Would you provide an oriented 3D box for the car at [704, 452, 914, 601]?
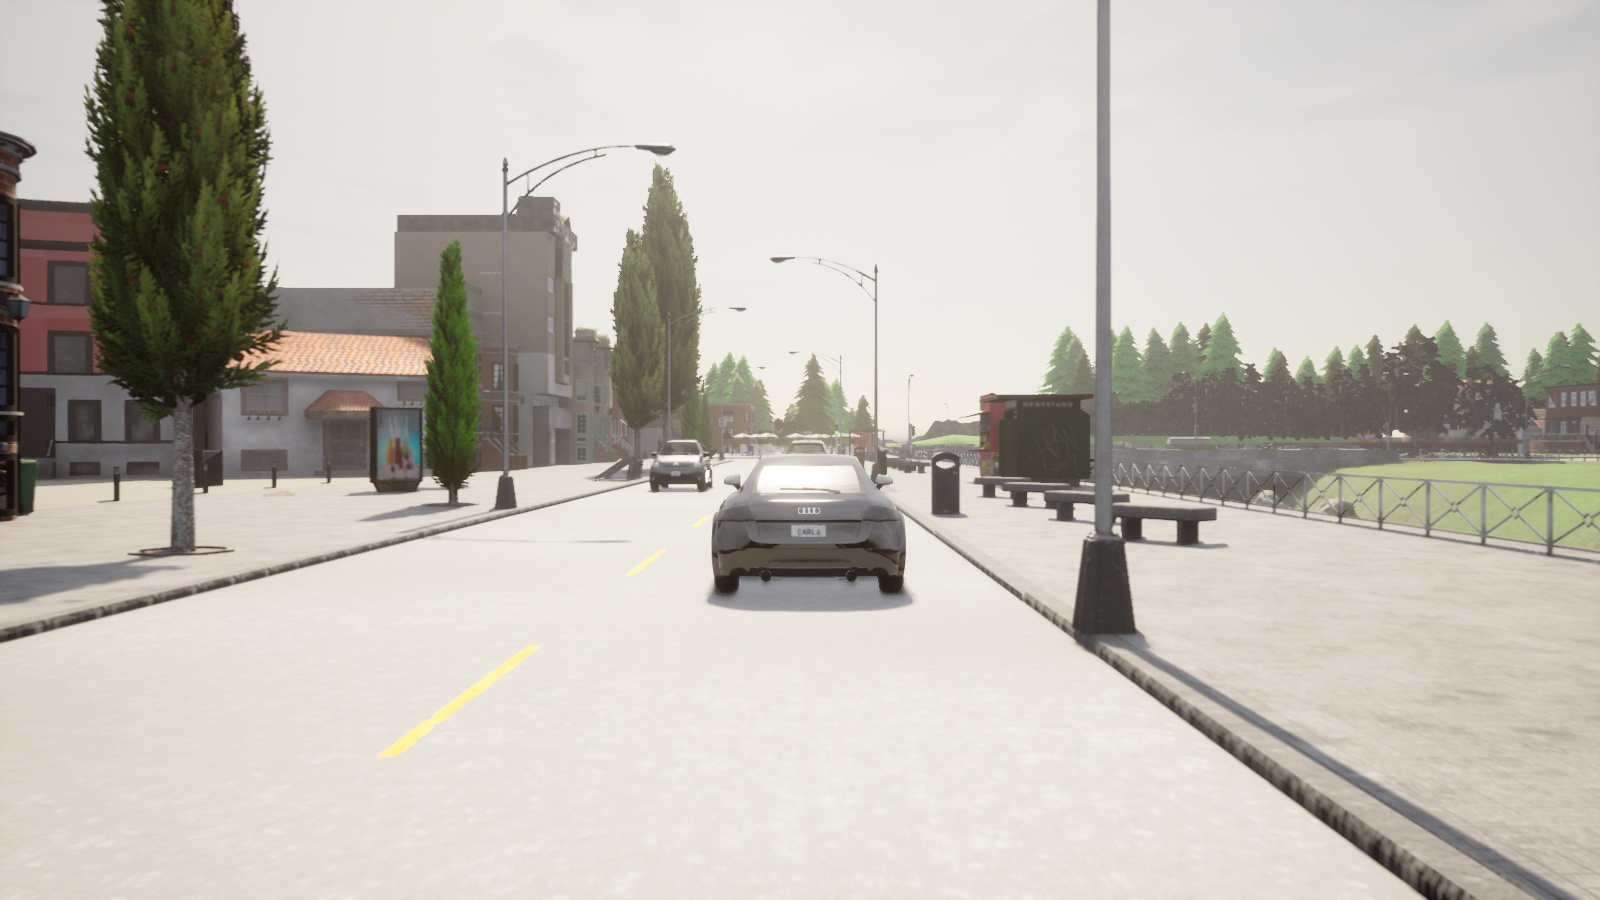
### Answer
[{"bbox_3d":[0.093,0.731,14.021,1.994,1.385,4.181,0,0,0],"label":"car"}]

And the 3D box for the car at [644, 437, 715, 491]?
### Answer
[{"bbox_3d":[-3.762,0.417,39.923,1.851,1.617,3.988,0,0,0],"label":"car"}]

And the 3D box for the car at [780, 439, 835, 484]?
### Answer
[{"bbox_3d":[0.283,0.405,48.257,2.033,1.649,4.856,0,0,0],"label":"car"}]
